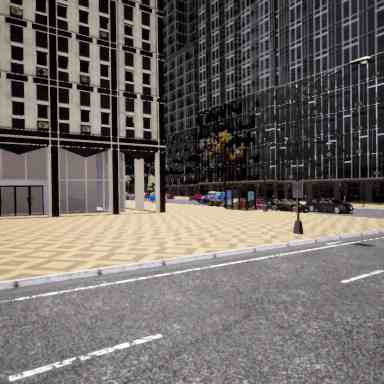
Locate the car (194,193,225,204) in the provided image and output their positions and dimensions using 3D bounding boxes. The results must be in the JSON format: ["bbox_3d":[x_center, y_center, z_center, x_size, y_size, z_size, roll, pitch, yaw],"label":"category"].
[{"bbox_3d":[2.813,1.262,50.280,1.895,1.301,4.718,-1,1,-35],"label":"car"}]

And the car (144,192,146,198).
[{"bbox_3d":[-8.674,0.615,77.124,2.192,1.841,5.009,0,1,-35],"label":"car"}]

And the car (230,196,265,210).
[{"bbox_3d":[6.923,1.388,39.559,1.802,1.307,4.206,0,1,-35],"label":"car"}]

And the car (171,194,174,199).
[{"bbox_3d":[-5.447,0.936,72.449,1.802,1.307,4.206,0,1,-35],"label":"car"}]

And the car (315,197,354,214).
[{"bbox_3d":[13.997,1.345,34.046,1.837,1.490,4.892,-1,1,-35],"label":"car"}]

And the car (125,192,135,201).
[{"bbox_3d":[-12.346,1.040,67.692,2.008,1.369,4.403,0,1,-35],"label":"car"}]

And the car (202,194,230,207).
[{"bbox_3d":[3.744,1.320,44.270,1.947,1.339,4.313,0,1,-35],"label":"car"}]

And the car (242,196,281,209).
[{"bbox_3d":[8.650,1.260,41.801,1.837,1.490,4.892,-1,1,-34],"label":"car"}]

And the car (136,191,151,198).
[{"bbox_3d":[-11.901,0.686,81.804,1.967,1.590,4.097,0,1,-35],"label":"car"}]

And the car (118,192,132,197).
[{"bbox_3d":[-18.354,0.689,91.162,2.008,1.369,4.403,0,1,-35],"label":"car"}]

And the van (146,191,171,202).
[{"bbox_3d":[-5.891,0.937,58.332,1.690,1.788,3.998,0,1,-35],"label":"van"}]

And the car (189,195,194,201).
[{"bbox_3d":[1.007,1.044,63.091,1.802,1.307,4.206,0,1,-35],"label":"car"}]

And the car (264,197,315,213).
[{"bbox_3d":[10.136,1.424,34.868,1.947,1.339,4.313,0,1,-35],"label":"car"}]
